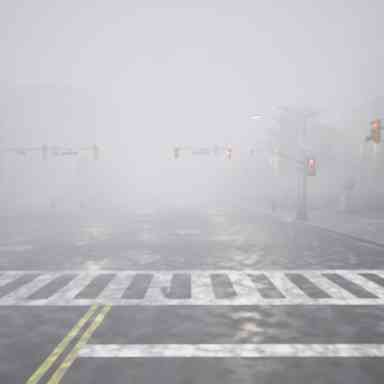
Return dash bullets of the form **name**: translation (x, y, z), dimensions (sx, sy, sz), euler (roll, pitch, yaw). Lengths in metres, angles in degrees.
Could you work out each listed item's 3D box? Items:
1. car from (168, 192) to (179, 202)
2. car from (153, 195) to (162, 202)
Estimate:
- **car**: translation (-4.156, 1.104, 74.101), dimensions (2.150, 2.045, 5.566), euler (0, 0, -7)
- **car**: translation (-7.244, 1.425, 70.111), dimensions (2.033, 1.411, 5.357), euler (0, 0, -3)
